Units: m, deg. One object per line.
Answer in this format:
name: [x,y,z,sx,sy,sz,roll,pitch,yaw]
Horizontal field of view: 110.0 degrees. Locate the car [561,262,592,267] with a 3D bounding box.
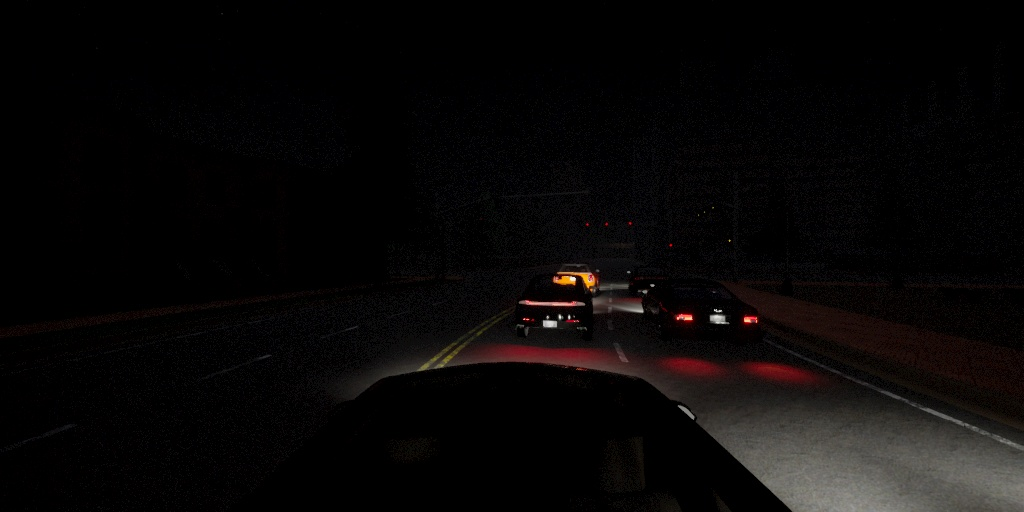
car: [3.481,1.102,18.929,2.097,1.767,4.553,0,0,16]

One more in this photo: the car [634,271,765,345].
car: [4.692,1.297,9.613,2.033,1.411,5.357,0,0,13]

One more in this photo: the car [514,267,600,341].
car: [1.319,1.242,10.040,2.128,1.511,4.902,0,0,12]

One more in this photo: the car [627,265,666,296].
car: [7.249,1.228,19.102,1.882,1.535,5.008,0,0,16]
